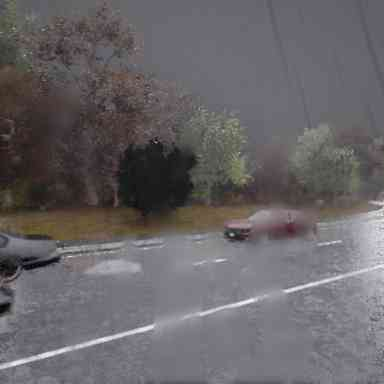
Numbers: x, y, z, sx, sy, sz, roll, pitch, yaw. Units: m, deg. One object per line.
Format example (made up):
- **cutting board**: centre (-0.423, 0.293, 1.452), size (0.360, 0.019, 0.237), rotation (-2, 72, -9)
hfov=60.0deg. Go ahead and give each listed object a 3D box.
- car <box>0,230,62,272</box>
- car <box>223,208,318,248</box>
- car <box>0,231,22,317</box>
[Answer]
- **car**: centre (-6.123, 1.546, 8.145), size (5.357, 1.411, 2.033), rotation (0, 0, -35)
- **car**: centre (3.665, 1.494, 15.156), size (5.008, 1.535, 1.882), rotation (0, 0, -36)
- **car**: centre (-5.435, 1.543, 4.411), size (5.357, 1.411, 2.033), rotation (0, 0, -35)
